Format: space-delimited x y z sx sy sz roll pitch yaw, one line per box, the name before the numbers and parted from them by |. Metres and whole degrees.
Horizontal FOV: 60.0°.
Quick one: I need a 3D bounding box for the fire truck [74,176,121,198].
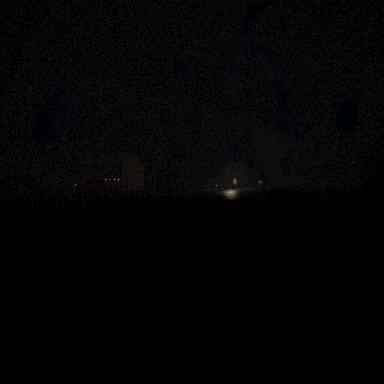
fire truck | -16.735 -0.987 59.644 2.891 3.827 8.468 2 3 35
